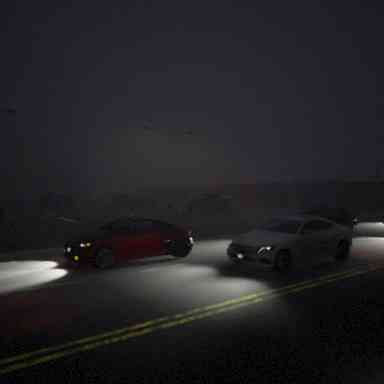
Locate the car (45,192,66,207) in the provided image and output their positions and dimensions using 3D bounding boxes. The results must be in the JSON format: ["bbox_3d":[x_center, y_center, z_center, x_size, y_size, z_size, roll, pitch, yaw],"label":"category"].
[{"bbox_3d":[-22.681,1.052,54.237,1.932,1.855,4.605,0,0,-37],"label":"car"}]

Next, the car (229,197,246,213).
[{"bbox_3d":[3.534,1.254,33.101,1.970,1.475,3.806,0,0,-37],"label":"car"}]

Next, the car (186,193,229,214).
[{"bbox_3d":[1.201,1.032,31.385,1.905,1.878,3.866,0,0,-37],"label":"car"}]

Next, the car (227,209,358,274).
[{"bbox_3d":[3.237,1.471,10.508,4.674,1.442,1.812,0,0,-35],"label":"car"}]

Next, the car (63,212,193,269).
[{"bbox_3d":[-2.023,1.532,11.078,4.181,1.385,1.994,0,0,-34],"label":"car"}]

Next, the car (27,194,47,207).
[{"bbox_3d":[-24.806,1.278,52.599,1.784,1.438,3.905,0,0,-37],"label":"car"}]

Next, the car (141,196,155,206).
[{"bbox_3d":[-6.886,1.217,47.120,1.784,1.438,3.905,0,0,-37],"label":"car"}]

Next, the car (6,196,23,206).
[{"bbox_3d":[-27.131,1.327,50.876,1.970,1.475,3.806,0,0,-37],"label":"car"}]

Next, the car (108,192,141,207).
[{"bbox_3d":[-9.251,1.023,45.446,1.932,1.855,4.605,0,0,-37],"label":"car"}]

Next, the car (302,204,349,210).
[{"bbox_3d":[6.552,1.398,17.102,4.902,1.511,2.128,0,0,-35],"label":"car"}]
